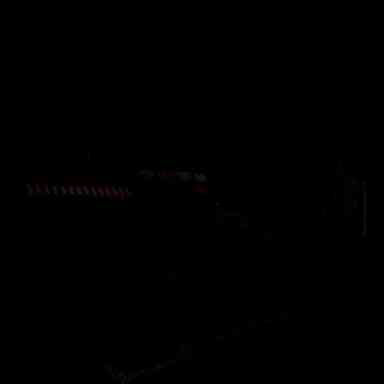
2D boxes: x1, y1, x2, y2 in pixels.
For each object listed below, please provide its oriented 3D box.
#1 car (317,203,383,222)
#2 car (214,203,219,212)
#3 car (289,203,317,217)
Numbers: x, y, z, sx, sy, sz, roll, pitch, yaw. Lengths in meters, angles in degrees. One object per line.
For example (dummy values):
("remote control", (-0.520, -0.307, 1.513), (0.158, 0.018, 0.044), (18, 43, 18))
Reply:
("car", (13.182, 1.662, 26.663), (2.033, 1.411, 5.357), (1, -1, -35))
("car", (1.520, 1.644, 43.030), (2.097, 1.767, 4.553), (1, -1, -35))
("car", (11.735, 1.762, 33.233), (2.008, 1.369, 4.403), (1, -1, -35))
